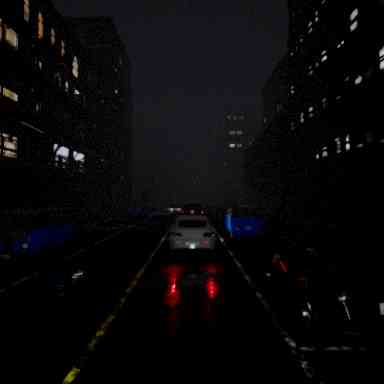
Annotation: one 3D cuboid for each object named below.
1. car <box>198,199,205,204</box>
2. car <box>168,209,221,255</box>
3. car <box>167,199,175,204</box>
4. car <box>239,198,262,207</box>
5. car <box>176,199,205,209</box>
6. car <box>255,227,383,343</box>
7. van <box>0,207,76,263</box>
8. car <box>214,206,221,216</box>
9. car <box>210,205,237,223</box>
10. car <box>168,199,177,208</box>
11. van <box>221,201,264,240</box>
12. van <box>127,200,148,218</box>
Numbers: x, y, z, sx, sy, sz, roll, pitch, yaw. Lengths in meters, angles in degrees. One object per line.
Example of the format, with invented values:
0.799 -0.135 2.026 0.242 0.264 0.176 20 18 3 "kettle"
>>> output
2.769 2.635 95.550 1.887 1.381 4.507 0 -1 0 "car"
0.037 1.670 13.901 1.812 1.442 4.674 0 0 1 "car"
-5.616 2.586 89.927 1.947 1.339 4.313 0 -1 0 "car"
13.528 2.465 77.590 5.009 1.841 2.192 1 -2 0 "car"
0.045 1.652 28.435 2.097 1.767 4.553 0 -1 0 "car"
2.701 1.635 6.566 1.947 1.339 4.313 0 -1 0 "car"
-5.674 1.469 12.237 1.690 1.788 3.998 0 -1 0 "van"
2.715 1.814 23.552 1.947 1.339 4.313 0 -1 0 "car"
2.718 1.875 29.214 1.947 1.339 4.313 0 -1 0 "car"
-2.961 2.211 60.542 2.033 1.411 5.357 0 -1 0 "car"
2.711 1.528 17.893 1.690 1.788 3.998 0 -1 0 "van"
-5.657 1.712 34.883 1.690 1.788 3.998 0 -1 0 "van"
